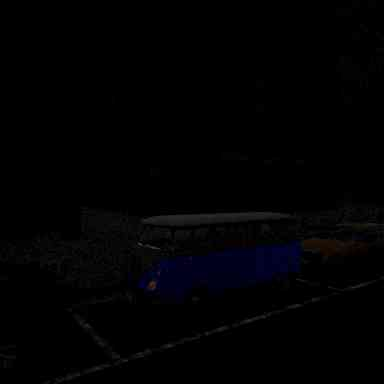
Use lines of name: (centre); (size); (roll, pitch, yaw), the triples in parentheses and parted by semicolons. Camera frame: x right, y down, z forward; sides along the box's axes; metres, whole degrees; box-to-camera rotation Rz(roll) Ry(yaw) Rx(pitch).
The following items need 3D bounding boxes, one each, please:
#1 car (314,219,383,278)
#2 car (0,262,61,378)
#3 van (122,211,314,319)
car: (4.880, 1.526, 10.135); (4.829, 1.417, 1.752); (0, 0, -36)
car: (-3.834, 1.566, 3.916); (4.313, 1.339, 1.947); (0, 0, -36)
van: (0.592, 1.341, 7.075); (3.998, 1.788, 1.690); (0, 0, -36)
